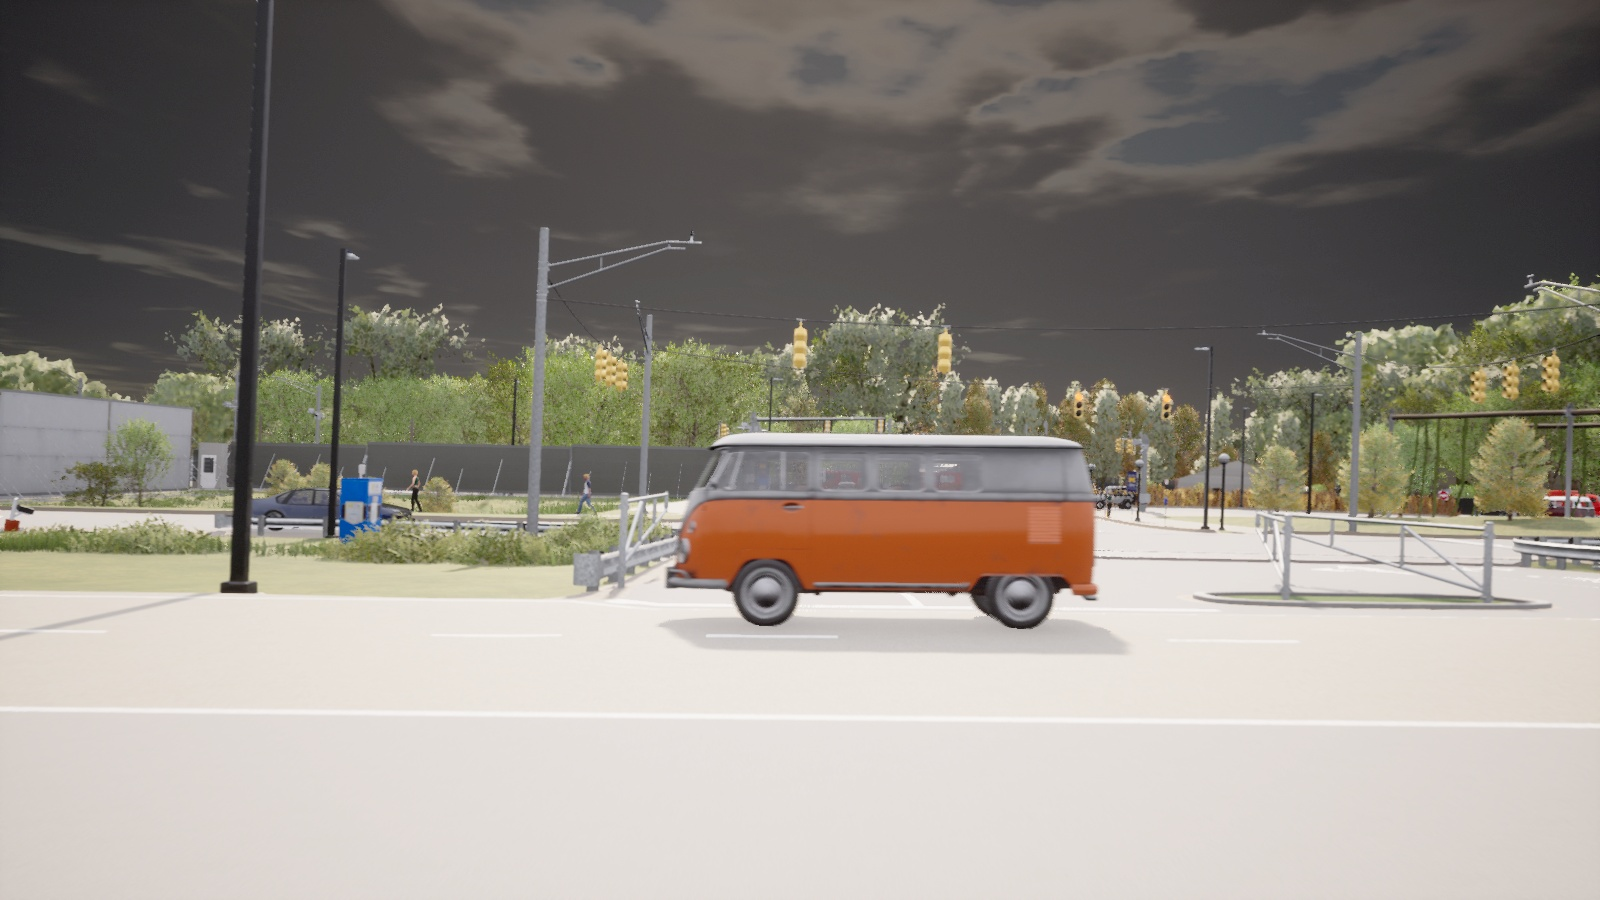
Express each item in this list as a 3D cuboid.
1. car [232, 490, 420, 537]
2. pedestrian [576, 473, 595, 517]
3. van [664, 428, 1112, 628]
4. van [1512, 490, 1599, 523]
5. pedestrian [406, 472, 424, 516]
[{"bbox_3d":[-15.461,2.058,41.161,5.357,1.411,2.033,1,-1,1],"label":"car"},{"bbox_3d":[-9.134,1.923,53.559,0.706,1.836,0.354,2,-1,-4],"label":"pedestrian"},{"bbox_3d":[0.878,0.819,13.385,4.442,1.987,1.775,0,-3,1],"label":"van"},{"bbox_3d":[49.012,3.628,81.465,2.069,2.038,4.480,2,-2,-25],"label":"van"},{"bbox_3d":[-16.525,1.881,53.953,0.594,1.836,0.345,2,-1,1],"label":"pedestrian"}]
